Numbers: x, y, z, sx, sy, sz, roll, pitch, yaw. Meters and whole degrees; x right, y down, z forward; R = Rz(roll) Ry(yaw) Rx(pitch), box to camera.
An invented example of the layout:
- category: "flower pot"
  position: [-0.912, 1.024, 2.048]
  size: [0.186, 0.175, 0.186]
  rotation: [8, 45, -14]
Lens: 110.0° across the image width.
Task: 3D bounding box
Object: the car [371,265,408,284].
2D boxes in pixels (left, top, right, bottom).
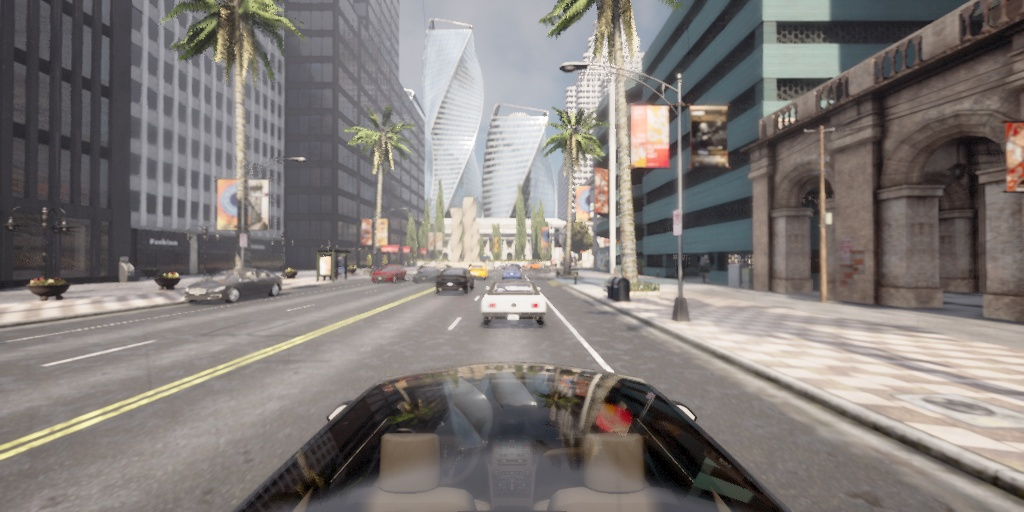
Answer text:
- category: "car"
  position: [-10.683, 1.570, 31.543]
  size: [1.882, 1.535, 5.008]
  rotation: [0, -1, 0]

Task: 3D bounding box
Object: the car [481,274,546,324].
- category: "car"
  position: [0.049, 1.473, 12.425]
  size: [1.895, 1.301, 4.718]
  rotation: [0, -1, 0]

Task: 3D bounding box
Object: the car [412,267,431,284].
- category: "car"
  position: [-7.181, 1.651, 31.087]
  size: [1.994, 1.385, 4.181]
  rotation: [0, -1, 0]

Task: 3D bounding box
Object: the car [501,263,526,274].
- category: "car"
  position: [-0.024, 1.668, 34.122]
  size: [2.033, 1.411, 5.357]
  rotation: [0, -1, 0]

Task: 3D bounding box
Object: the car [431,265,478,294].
- category: "car"
  position: [-3.480, 1.467, 22.596]
  size: [1.882, 1.535, 5.008]
  rotation: [0, -1, 0]

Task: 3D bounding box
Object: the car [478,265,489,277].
- category: "car"
  position: [-3.524, 1.644, 38.099]
  size: [1.882, 1.535, 5.008]
  rotation: [0, -1, 0]
